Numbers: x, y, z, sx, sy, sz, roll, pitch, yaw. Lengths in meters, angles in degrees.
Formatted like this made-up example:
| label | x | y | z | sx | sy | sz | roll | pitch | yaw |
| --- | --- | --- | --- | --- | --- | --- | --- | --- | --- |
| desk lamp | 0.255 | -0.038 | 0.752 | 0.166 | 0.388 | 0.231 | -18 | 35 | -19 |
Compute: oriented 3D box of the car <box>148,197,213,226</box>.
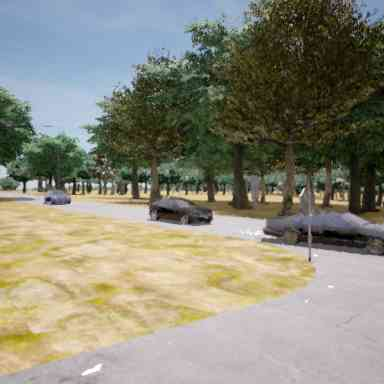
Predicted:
| label | x | y | z | sx | sy | sz | roll | pitch | yaw |
| --- | --- | --- | --- | --- | --- | --- | --- | --- | --- |
| car | -0.803 | 1.135 | 20.989 | 1.882 | 1.535 | 5.008 | -1 | 2 | -41 |

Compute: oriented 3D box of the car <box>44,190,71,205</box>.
| label | x | y | z | sx | sy | sz | roll | pitch | yaw |
| --- | --- | --- | --- | --- | --- | --- | --- | --- | --- |
| car | -15.915 | 0.569 | 39.289 | 2.097 | 1.767 | 4.553 | -1 | 1 | -38 |

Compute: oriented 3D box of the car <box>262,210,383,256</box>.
| label | x | y | z | sx | sy | sz | roll | pitch | yaw |
| --- | --- | --- | --- | --- | --- | --- | --- | --- | --- |
| car | 5.457 | 1.428 | 12.940 | 5.357 | 1.411 | 2.033 | 1 | 2 | 38 |
